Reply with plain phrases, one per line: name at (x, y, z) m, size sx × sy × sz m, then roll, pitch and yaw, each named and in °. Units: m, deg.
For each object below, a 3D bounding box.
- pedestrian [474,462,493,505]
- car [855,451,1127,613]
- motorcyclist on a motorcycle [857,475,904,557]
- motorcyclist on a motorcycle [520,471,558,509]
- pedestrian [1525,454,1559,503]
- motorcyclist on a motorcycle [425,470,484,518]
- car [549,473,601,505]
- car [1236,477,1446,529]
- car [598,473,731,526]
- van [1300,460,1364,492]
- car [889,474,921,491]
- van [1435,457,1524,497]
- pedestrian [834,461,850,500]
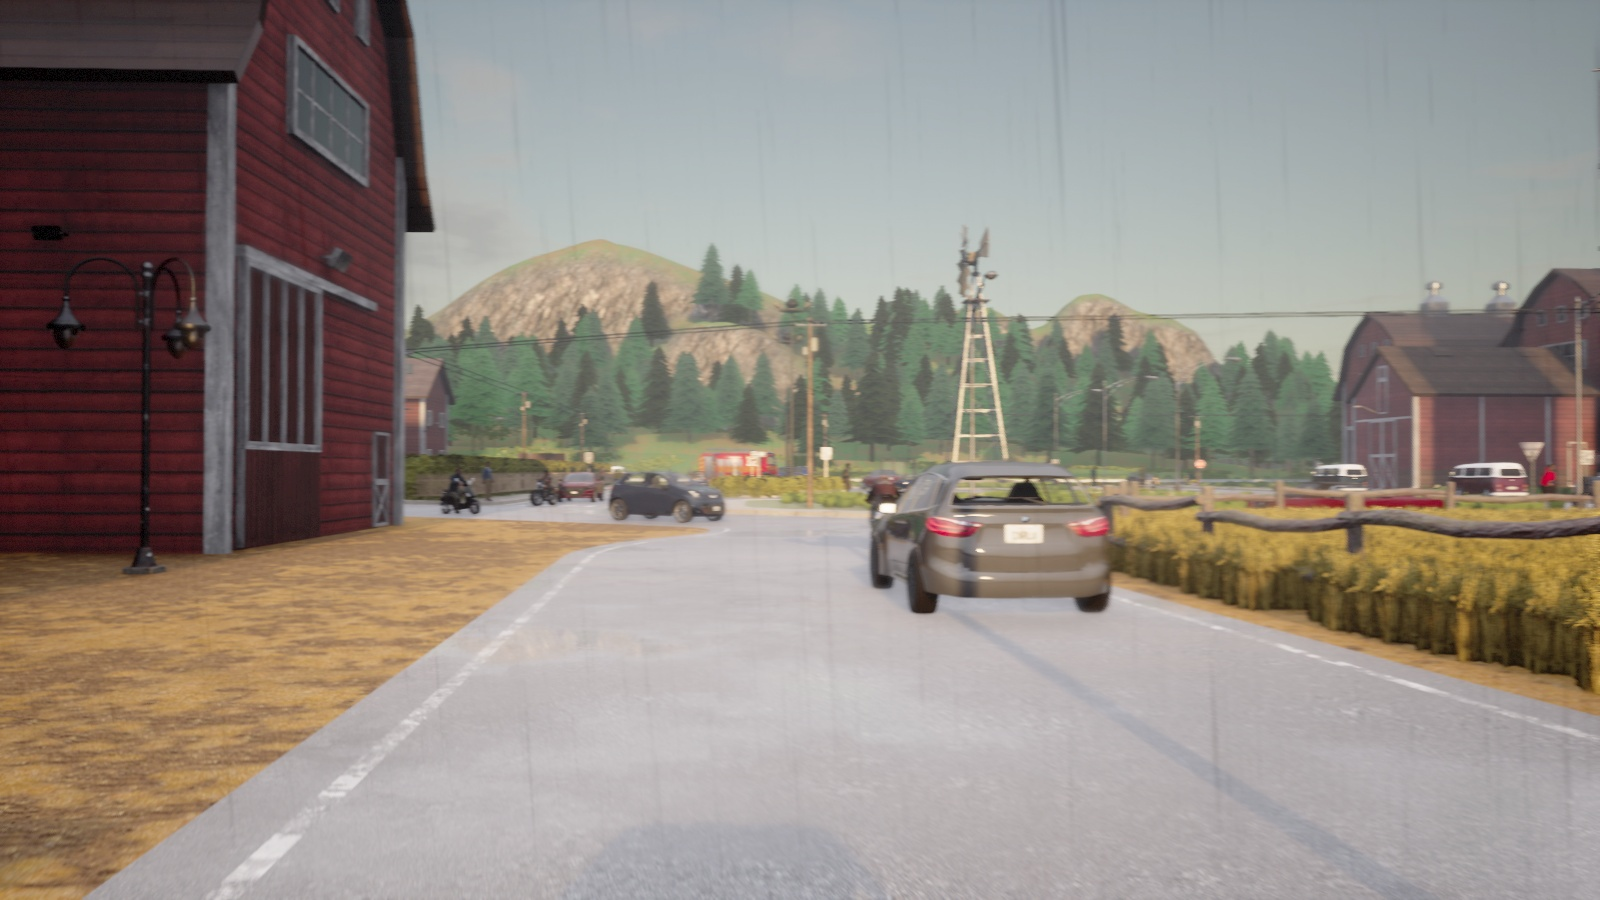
pedestrian at (-14.403, 1.524, 57.124) m, size 0.788 × 1.949 × 0.423 m, roll -1°, pitch -1°, yaw 39°
car at (2.103, 0.901, 15.400) m, size 2.242 × 1.667 × 4.611 m, roll 0°, pitch -1°, yaw -5°
motorcyclist on a motorcycle at (1.556, 1.253, 24.589) m, size 0.866 × 1.530 × 2.191 m, roll 0°, pitch -1°, yaw 3°
motorcyclist on a motorcycle at (-11.654, 1.788, 56.159) m, size 0.766 × 1.649 × 2.350 m, roll -1°, pitch -1°, yaw 13°
pedestrian at (28.495, 1.088, 48.225) m, size 0.634 × 1.844 × 0.899 m, roll 0°, pitch -1°, yaw -20°
motorcyclist on a motorcycle at (-11.692, 1.487, 42.511) m, size 1.817 × 1.590 × 0.866 m, roll -1°, pitch -1°, yaw 29°
car at (-11.384, 1.943, 63.850) m, size 1.882 × 1.535 × 5.008 m, roll 0°, pitch -1°, yaw -2°
car at (14.195, 1.376, 33.126) m, size 4.718 × 1.301 × 1.895 m, roll 0°, pitch -1°, yaw -3°
car at (-4.087, 1.446, 37.684) m, size 3.633 × 1.501 × 1.845 m, roll 0°, pitch -1°, yaw 34°
van at (34.724, 1.683, 82.080) m, size 2.069 × 2.038 × 4.480 m, roll 0°, pitch -1°, yaw -3°
car at (8.032, 2.483, 96.468) m, size 1.895 × 1.301 × 4.718 m, roll 0°, pitch -1°, yaw -3°
van at (35.603, 1.406, 65.945) m, size 2.069 × 2.038 × 4.480 m, roll 0°, pitch -1°, yaw -3°
pedestrian at (2.115, 1.519, 63.206) m, size 0.692 × 1.930 × 0.395 m, roll 0°, pitch -1°, yaw -32°
